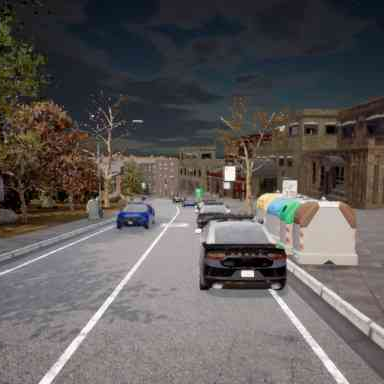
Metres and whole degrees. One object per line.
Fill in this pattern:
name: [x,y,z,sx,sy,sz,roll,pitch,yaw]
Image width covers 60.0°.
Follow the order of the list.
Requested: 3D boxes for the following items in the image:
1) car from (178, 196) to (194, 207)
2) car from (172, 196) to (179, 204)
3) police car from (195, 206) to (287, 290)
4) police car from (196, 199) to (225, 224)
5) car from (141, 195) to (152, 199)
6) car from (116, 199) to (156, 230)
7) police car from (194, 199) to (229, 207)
car: [-0.439,1.458,47.690,1.994,1.385,4.181,-1,0,-6]
car: [-2.484,1.470,61.312,1.895,1.301,4.718,-1,0,-12]
police car: [1.124,1.408,9.157,1.930,1.638,5.238,0,0,1]
police car: [1.277,1.377,25.235,1.930,1.638,5.238,0,0,1]
car: [-10.739,1.493,78.116,2.128,1.511,4.902,-2,0,-19]
car: [-3.422,1.437,21.031,1.882,1.535,5.008,0,0,0]
police car: [1.220,1.389,19.206,1.930,1.638,5.238,0,0,1]
